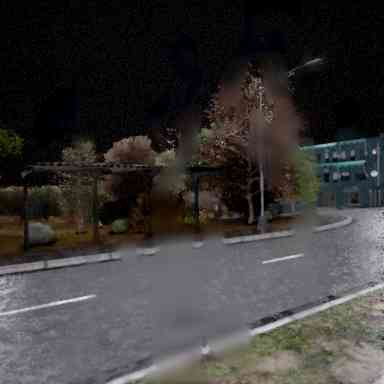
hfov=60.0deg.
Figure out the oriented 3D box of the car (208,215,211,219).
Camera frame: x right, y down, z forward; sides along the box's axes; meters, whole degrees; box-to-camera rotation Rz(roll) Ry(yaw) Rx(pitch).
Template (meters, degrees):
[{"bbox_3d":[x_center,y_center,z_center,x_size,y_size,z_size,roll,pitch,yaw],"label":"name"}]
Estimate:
[{"bbox_3d":[1.946,4.564,67.574,2.150,2.045,5.566,-1,-4,-17],"label":"car"}]
